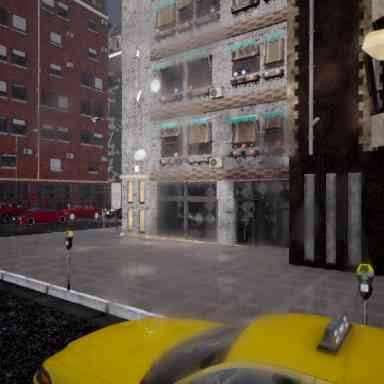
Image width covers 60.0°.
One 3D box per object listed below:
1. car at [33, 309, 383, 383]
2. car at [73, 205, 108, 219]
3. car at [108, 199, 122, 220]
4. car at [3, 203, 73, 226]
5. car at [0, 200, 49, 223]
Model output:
[{"bbox_3d":[0.736,1.525,2.350,4.829,1.417,1.752,0,0,36],"label":"car"},{"bbox_3d":[-10.854,1.924,32.288,1.887,1.381,4.507,-1,-2,35],"label":"car"},{"bbox_3d":[-6.448,1.682,33.995,2.150,2.045,5.566,0,-1,35],"label":"car"},{"bbox_3d":[-12.004,1.851,26.174,1.994,1.385,4.181,0,-1,35],"label":"car"},{"bbox_3d":[-14.151,1.591,27.650,2.192,1.841,5.009,-1,-2,35],"label":"car"}]
